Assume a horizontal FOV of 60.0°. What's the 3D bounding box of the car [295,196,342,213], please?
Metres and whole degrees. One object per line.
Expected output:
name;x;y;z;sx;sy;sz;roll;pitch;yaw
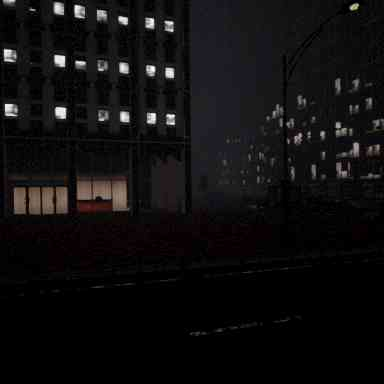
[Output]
car;13.517;1.248;35.924;1.882;1.535;5.008;-1;1;-19

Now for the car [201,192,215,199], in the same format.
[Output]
car;3.805;0.705;80.308;1.967;1.590;4.097;0;1;-20

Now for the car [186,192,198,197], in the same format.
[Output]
car;-0.021;0.708;91.013;2.008;1.369;4.403;0;1;-20

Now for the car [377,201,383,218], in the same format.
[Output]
car;17.015;1.217;26.034;2.097;1.767;4.553;-1;1;-19

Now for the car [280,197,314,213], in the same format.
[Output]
car;11.116;1.399;34.641;1.802;1.307;4.206;0;1;-20

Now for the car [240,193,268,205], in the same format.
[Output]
car;8.817;1.122;49.127;1.882;1.535;5.008;-1;1;-19

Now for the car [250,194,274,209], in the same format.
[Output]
car;9.258;1.331;40.011;1.947;1.339;4.313;0;1;-20

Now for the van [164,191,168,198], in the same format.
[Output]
van;-5.999;0.685;82.840;1.690;1.788;3.998;0;1;-20

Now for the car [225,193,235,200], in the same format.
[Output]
car;7.633;0.953;69.607;1.802;1.307;4.206;0;1;-20

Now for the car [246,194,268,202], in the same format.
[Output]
car;11.460;1.059;58.903;1.802;1.307;4.206;0;1;-20

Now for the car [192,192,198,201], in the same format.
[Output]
car;-0.259;1.055;66.787;2.008;1.369;4.403;0;1;-20

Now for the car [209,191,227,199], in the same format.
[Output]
car;5.718;0.633;74.956;2.192;1.841;5.009;0;1;-20

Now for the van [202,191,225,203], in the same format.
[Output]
van;3.568;0.951;56.081;1.690;1.788;3.998;0;1;-20

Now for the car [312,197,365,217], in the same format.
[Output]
car;13.013;1.434;29.281;1.947;1.339;4.313;0;1;-20
